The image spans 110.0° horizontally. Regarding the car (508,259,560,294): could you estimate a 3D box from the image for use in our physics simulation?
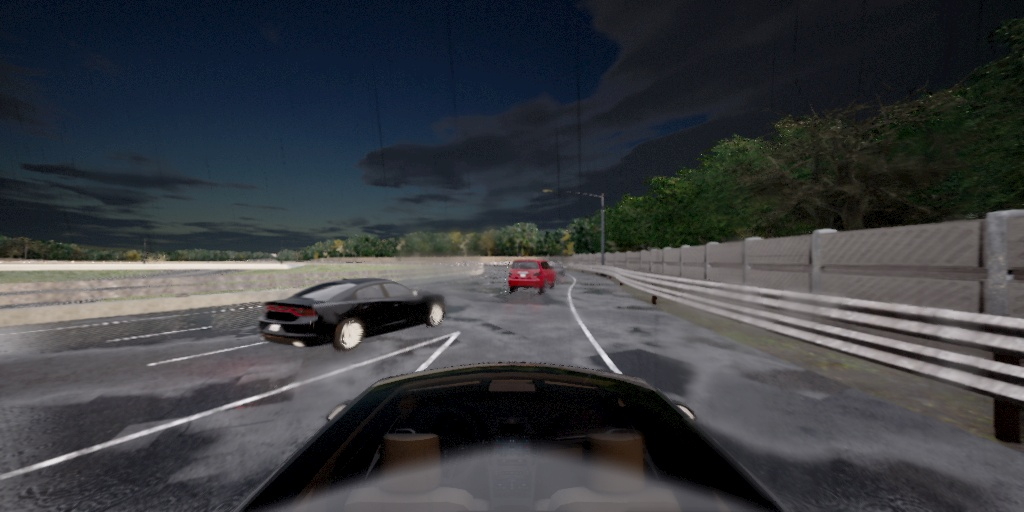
[{"bbox_3d":[1.381,1.235,22.904,2.150,2.045,5.566,0,-1,16],"label":"car"}]

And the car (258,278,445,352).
[{"bbox_3d":[-3.716,1.311,9.407,1.882,1.535,5.008,0,-1,24],"label":"car"}]

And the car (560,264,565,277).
[{"bbox_3d":[5.609,1.787,45.205,2.128,1.511,4.902,0,-1,5],"label":"car"}]
